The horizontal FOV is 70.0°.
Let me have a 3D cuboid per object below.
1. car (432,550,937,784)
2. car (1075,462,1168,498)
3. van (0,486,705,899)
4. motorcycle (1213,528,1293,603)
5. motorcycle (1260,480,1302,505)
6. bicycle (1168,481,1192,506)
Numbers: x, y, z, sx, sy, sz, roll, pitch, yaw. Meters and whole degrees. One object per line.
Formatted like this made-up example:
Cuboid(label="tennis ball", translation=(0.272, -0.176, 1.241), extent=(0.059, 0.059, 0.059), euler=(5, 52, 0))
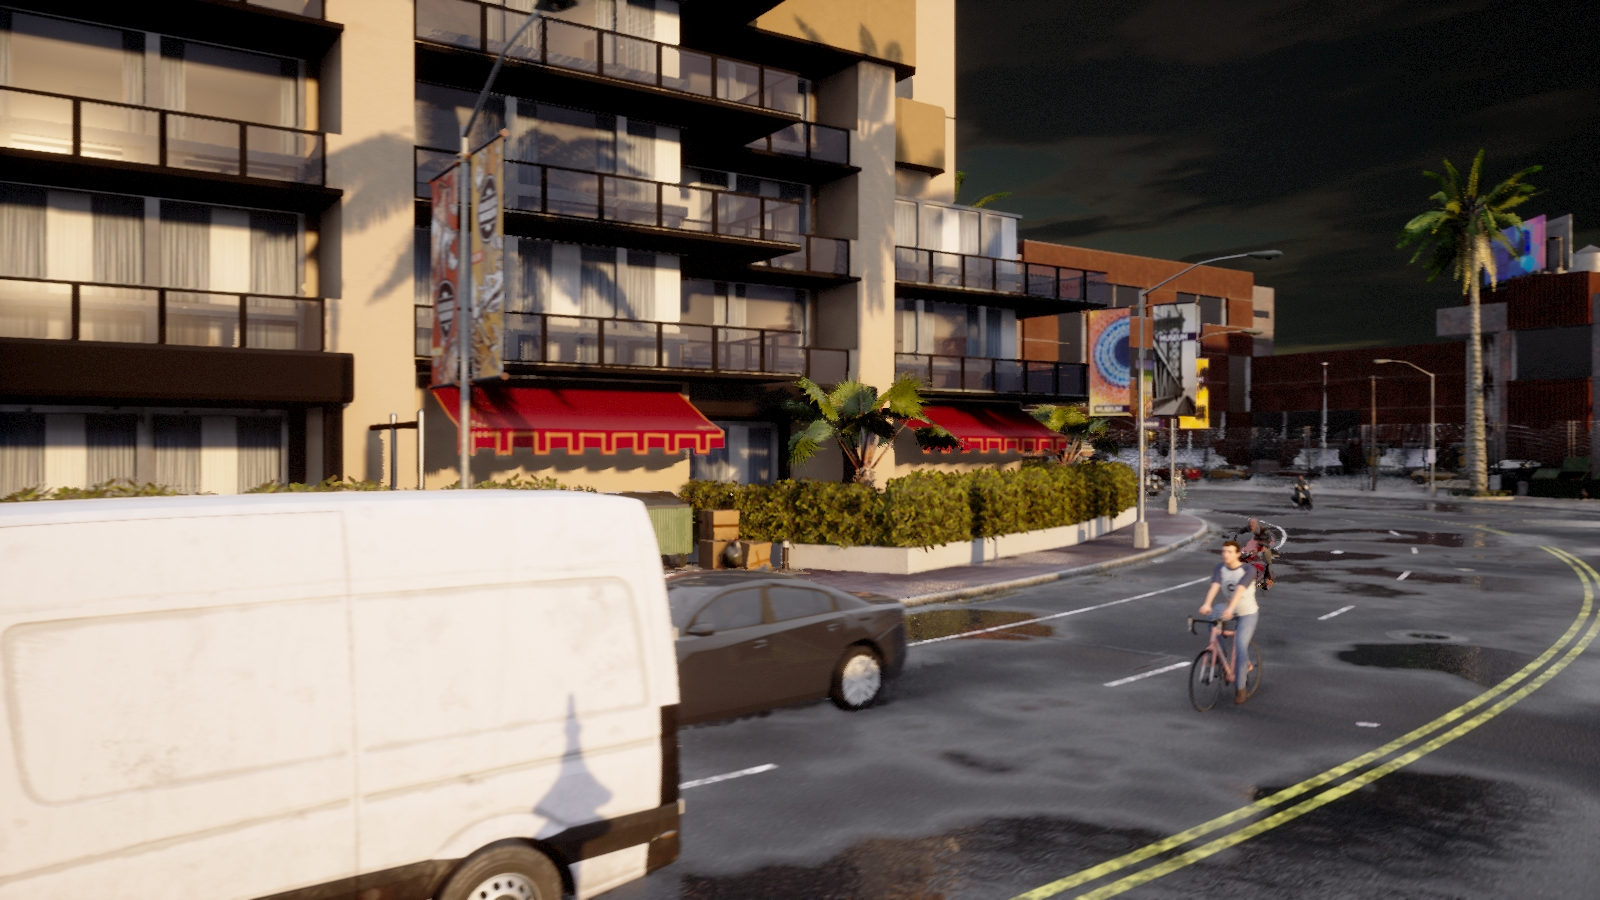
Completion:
Cuboid(label="car", translation=(-1.031, 2.042, 12.058), extent=(5.006, 1.535, 2.097), euler=(0, 0, -41))
Cuboid(label="car", translation=(19.519, 1.811, 69.677), extent=(2.150, 2.045, 5.566), euler=(0, 0, -30))
Cuboid(label="van", translation=(-3.525, 1.539, 5.753), extent=(5.915, 2.561, 1.988), euler=(0, 0, -37))
Cuboid(label="motorcycle", translation=(8.849, 2.214, 22.266), extent=(0.867, 1.251, 2.209), euler=(0, -1, 38))
Cuboid(label="motorcycle", translation=(25.082, 2.206, 59.605), extent=(0.856, 1.236, 1.805), euler=(0, 0, -34))
Cuboid(label="bicycle", translation=(19.512, 2.231, 58.679), extent=(0.373, 1.196, 1.643), euler=(-1, 0, -11))
